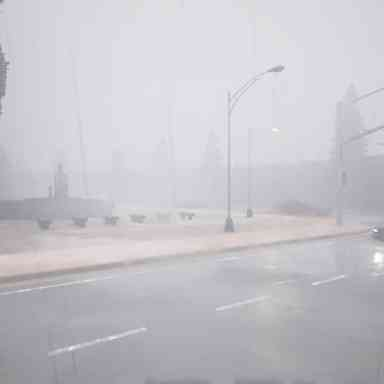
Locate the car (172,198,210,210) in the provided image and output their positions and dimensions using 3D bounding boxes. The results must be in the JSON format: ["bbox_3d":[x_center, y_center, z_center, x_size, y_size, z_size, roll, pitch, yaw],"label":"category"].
[{"bbox_3d":[0.074,1.601,43.243,4.718,1.301,1.895,0,0,41],"label":"car"}]

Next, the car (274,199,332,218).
[{"bbox_3d":[10.342,1.504,30.522,1.837,1.490,4.892,0,0,-36],"label":"car"}]

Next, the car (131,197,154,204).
[{"bbox_3d":[-9.106,1.564,61.192,4.181,1.385,1.994,0,0,22],"label":"car"}]

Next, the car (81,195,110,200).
[{"bbox_3d":[-15.686,1.613,52.594,5.357,1.411,2.033,0,0,17],"label":"car"}]

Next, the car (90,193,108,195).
[{"bbox_3d":[-18.646,1.221,63.939,5.566,2.045,2.150,0,0,10],"label":"car"}]

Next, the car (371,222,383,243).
[{"bbox_3d":[10.374,1.547,15.033,5.357,1.411,2.033,0,0,-32],"label":"car"}]

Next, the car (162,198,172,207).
[{"bbox_3d":[-2.170,1.601,49.535,4.718,1.301,1.895,0,0,34],"label":"car"}]
